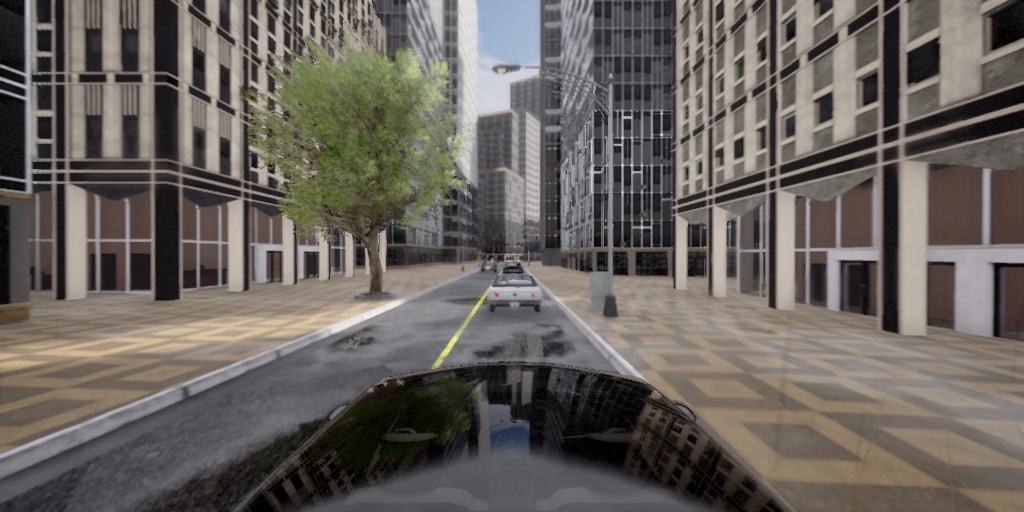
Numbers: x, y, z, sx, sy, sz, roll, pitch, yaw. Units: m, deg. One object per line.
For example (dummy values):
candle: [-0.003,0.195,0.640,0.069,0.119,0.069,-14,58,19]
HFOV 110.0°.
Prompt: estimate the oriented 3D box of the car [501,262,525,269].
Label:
car: [0.108,1.269,32.053,1.837,1.490,4.892,0,0,0]

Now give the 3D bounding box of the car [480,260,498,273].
car: [-2.756,1.275,43.747,2.128,1.511,4.902,0,0,0]

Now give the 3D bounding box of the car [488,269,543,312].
car: [0.104,1.350,14.293,1.895,1.301,4.718,0,0,0]
